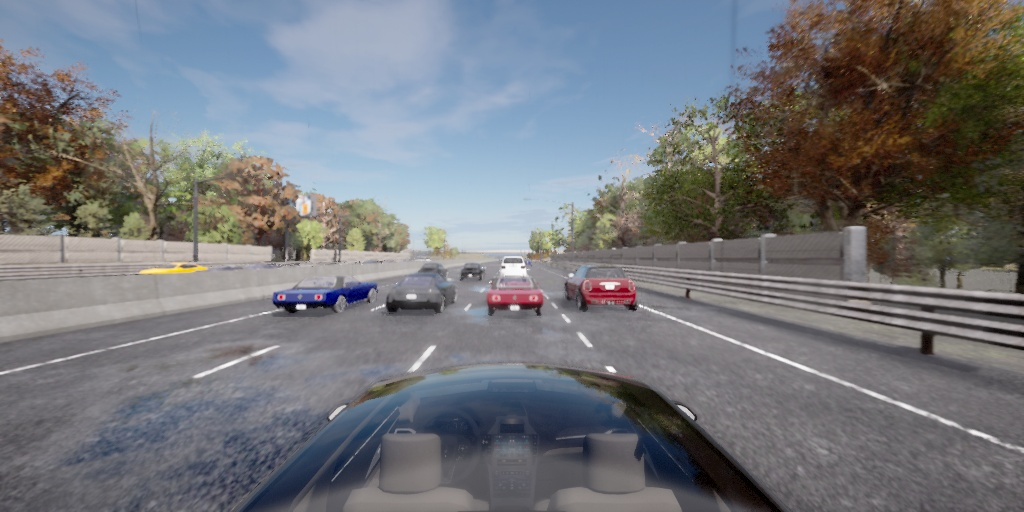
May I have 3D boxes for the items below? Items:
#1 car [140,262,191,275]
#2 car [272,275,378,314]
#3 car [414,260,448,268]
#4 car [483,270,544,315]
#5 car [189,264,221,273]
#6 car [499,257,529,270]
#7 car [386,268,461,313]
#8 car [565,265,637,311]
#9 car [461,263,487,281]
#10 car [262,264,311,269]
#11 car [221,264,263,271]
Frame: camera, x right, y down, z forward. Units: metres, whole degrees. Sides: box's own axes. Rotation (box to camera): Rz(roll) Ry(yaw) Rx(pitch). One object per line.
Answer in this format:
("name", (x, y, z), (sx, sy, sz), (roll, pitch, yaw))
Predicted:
("car", (-28.099, 1.317, 30.002), (1.882, 1.535, 5.008), (0, 0, 0))
("car", (-6.900, 1.388, 13.963), (1.895, 1.301, 4.718), (0, 0, 0))
("car", (-6.905, 1.350, 31.790), (1.837, 1.490, 4.892), (0, 0, 0))
("car", (0.099, 1.388, 13.714), (1.895, 1.301, 4.718), (0, 0, 0))
("car", (-24.601, 1.443, 30.969), (1.895, 1.301, 4.718), (0, 0, 0))
("car", (0.093, 1.065, 31.057), (2.150, 2.045, 5.566), (0, 0, 0))
("car", (-3.401, 1.352, 14.125), (1.994, 1.385, 4.181), (0, 0, 0))
("car", (3.498, 1.139, 14.929), (2.097, 1.767, 4.553), (0, 0, 0))
("car", (-3.405, 1.350, 31.774), (1.837, 1.490, 4.892), (0, 0, 0))
("car", (-17.602, 1.438, 29.252), (1.895, 1.301, 4.718), (0, 0, 0))
("car", (-21.103, 1.387, 30.173), (2.033, 1.411, 5.357), (0, 0, 0))
